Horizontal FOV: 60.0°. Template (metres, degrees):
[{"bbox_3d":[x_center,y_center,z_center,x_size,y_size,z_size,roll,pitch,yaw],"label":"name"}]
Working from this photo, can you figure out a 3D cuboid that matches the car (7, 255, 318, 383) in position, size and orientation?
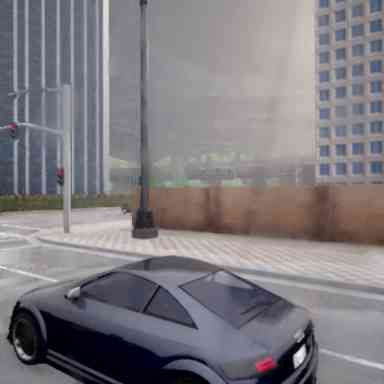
[{"bbox_3d":[-0.587,1.574,4.402,4.181,1.385,1.994,0,0,35],"label":"car"}]

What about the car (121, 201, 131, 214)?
[{"bbox_3d":[-5.443,1.598,35.757,1.837,1.490,4.892,0,0,35],"label":"car"}]
